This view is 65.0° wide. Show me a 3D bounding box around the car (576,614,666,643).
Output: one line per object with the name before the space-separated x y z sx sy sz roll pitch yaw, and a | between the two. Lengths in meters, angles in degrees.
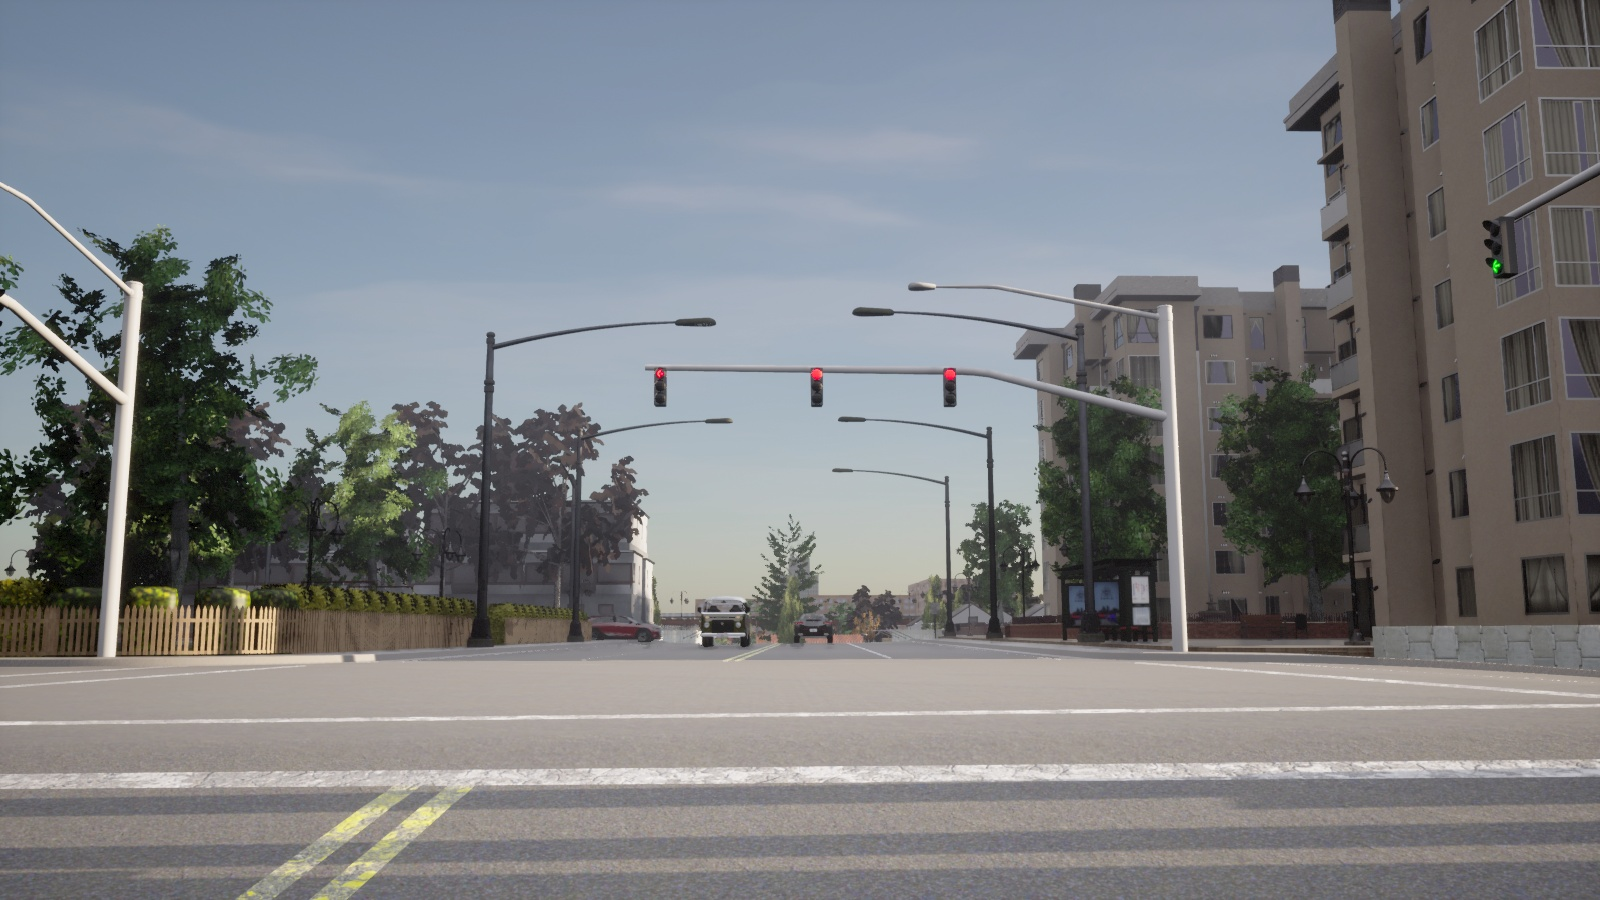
car | -10.405 10.388 73.103 4.856 1.649 2.033 0 -9 2

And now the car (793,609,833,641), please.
car | 0.728 9.768 69.855 2.152 1.651 5.027 0 -9 1

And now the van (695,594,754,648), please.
van | -2.974 6.876 50.372 2.069 2.038 4.480 0 -8 1
